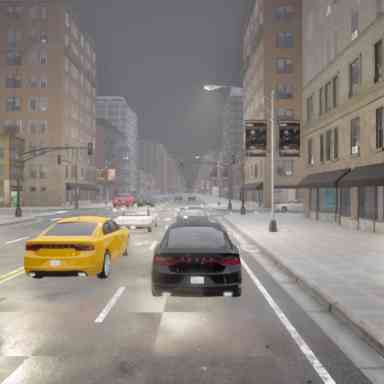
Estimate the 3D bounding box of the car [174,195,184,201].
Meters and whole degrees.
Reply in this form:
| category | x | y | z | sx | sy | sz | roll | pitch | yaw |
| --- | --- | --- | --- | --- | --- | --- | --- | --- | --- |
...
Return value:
| category | x | y | z | sx | sy | sz | roll | pitch | yaw |
| --- | --- | --- | --- | --- | --- | --- | --- | --- | --- |
| car | -3.269 | 1.482 | 80.790 | 1.837 | 1.490 | 4.892 | 0 | 0 | 0 |

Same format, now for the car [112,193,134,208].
| category | x | y | z | sx | sy | sz | roll | pitch | yaw |
| --- | --- | --- | --- | --- | --- | --- | --- | --- | --- |
| car | -9.866 | 1.217 | 47.963 | 2.150 | 2.045 | 5.566 | 0 | 0 | 0 |

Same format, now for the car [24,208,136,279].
| category | x | y | z | sx | sy | sz | roll | pitch | yaw |
| --- | --- | --- | --- | --- | --- | --- | --- | --- | --- |
| car | -3.154 | 1.478 | 10.108 | 1.882 | 1.535 | 5.008 | 0 | 0 | 0 |

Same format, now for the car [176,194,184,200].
| category | x | y | z | sx | sy | sz | roll | pitch | yaw |
| --- | --- | --- | --- | --- | --- | --- | --- | --- | --- |
| car | -3.272 | 1.390 | 91.210 | 2.033 | 1.411 | 5.357 | 0 | 0 | 0 |

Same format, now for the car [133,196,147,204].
| category | x | y | z | sx | sy | sz | roll | pitch | yaw |
| --- | --- | --- | --- | --- | --- | --- | --- | --- | --- |
| car | -9.816 | 1.497 | 62.946 | 1.837 | 1.490 | 4.892 | 0 | 0 | 1 |

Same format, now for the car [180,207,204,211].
| category | x | y | z | sx | sy | sz | roll | pitch | yaw |
| --- | --- | --- | --- | --- | --- | --- | --- | --- | --- |
| car | -0.004 | 1.547 | 18.442 | 2.033 | 1.411 | 5.357 | 0 | 0 | 0 |

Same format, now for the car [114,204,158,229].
| category | x | y | z | sx | sy | sz | roll | pitch | yaw |
| --- | --- | --- | --- | --- | --- | --- | --- | --- | --- |
| car | -3.155 | 1.601 | 20.003 | 1.895 | 1.301 | 4.718 | 0 | 0 | 0 |

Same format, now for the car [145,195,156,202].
| category | x | y | z | sx | sy | sz | roll | pitch | yaw |
| --- | --- | --- | --- | --- | --- | --- | --- | --- | --- |
| car | -9.769 | 1.510 | 78.300 | 2.128 | 1.511 | 4.902 | 0 | 0 | 0 |

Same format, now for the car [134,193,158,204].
| category | x | y | z | sx | sy | sz | roll | pitch | yaw |
| --- | --- | --- | --- | --- | --- | --- | --- | --- | --- |
| car | -6.575 | 1.218 | 48.253 | 2.150 | 2.045 | 5.566 | 0 | 0 | -1 |

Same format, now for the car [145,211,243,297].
| category | x | y | z | sx | sy | sz | roll | pitch | yaw |
| --- | --- | --- | --- | --- | --- | --- | --- | --- | --- |
| car | 0.098 | 1.478 | 8.623 | 1.882 | 1.535 | 5.008 | 0 | 0 | 0 |

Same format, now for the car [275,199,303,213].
| category | x | y | z | sx | sy | sz | roll | pitch | yaw |
| --- | --- | --- | --- | --- | --- | --- | --- | --- | --- |
| car | 11.711 | 1.562 | 37.436 | 4.674 | 1.442 | 1.812 | 0 | 0 | 0 |

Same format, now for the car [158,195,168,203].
| category | x | y | z | sx | sy | sz | roll | pitch | yaw |
| --- | --- | --- | --- | --- | --- | --- | --- | --- | --- |
| car | -6.524 | 1.515 | 68.092 | 1.812 | 1.442 | 4.674 | 0 | 0 | 0 |

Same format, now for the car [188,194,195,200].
| category | x | y | z | sx | sy | sz | roll | pitch | yaw |
| --- | --- | --- | --- | --- | --- | --- | --- | --- | --- |
| car | -0.022 | 1.328 | 91.211 | 1.882 | 1.535 | 5.008 | 0 | 0 | 0 |

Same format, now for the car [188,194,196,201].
| category | x | y | z | sx | sy | sz | roll | pitch | yaw |
| --- | --- | --- | --- | --- | --- | --- | --- | --- | --- |
| car | -0.019 | 1.460 | 80.791 | 1.882 | 1.535 | 5.008 | 0 | 0 | 0 |
